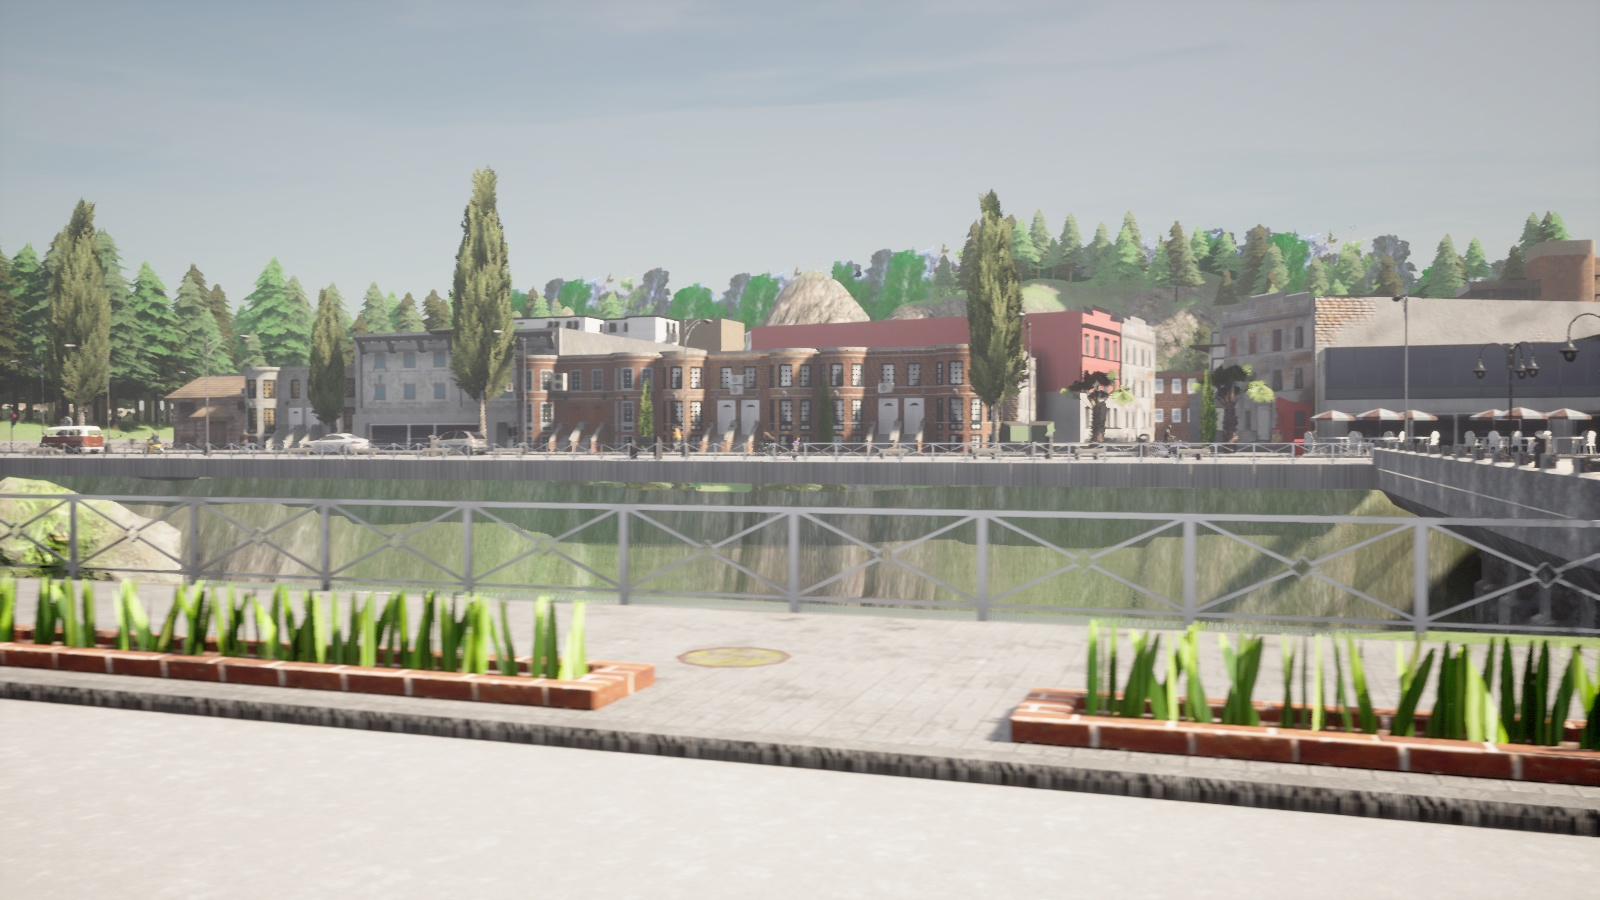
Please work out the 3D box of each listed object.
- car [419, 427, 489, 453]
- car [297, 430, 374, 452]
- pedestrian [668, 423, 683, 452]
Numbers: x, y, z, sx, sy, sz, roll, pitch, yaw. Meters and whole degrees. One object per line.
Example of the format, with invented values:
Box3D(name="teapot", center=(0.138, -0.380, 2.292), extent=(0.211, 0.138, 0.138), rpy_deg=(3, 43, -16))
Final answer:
Box3D(name="car", center=(-22.137, -0.648, 80.439), extent=(3.988, 1.617, 1.851), rpy_deg=(0, 1, 19))
Box3D(name="car", center=(-30.814, -0.599, 83.358), extent=(4.674, 1.442, 1.812), rpy_deg=(1, 1, 19))
Box3D(name="pedestrian", center=(-8.151, -0.808, 82.039), extent=(0.900, 1.855, 0.874), rpy_deg=(0, 1, -1))
